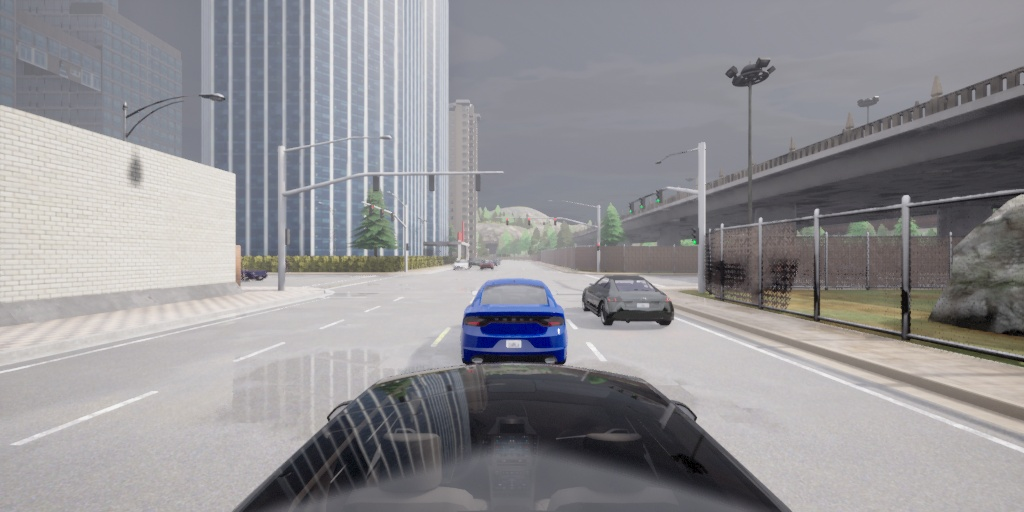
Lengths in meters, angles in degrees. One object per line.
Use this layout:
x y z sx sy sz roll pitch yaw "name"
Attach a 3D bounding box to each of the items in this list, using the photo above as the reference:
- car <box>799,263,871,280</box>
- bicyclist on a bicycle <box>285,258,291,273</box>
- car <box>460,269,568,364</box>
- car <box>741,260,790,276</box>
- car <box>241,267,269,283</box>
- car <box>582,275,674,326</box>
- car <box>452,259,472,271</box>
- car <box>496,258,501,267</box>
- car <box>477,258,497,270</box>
28.800 1.352 32.045 5.357 1.411 2.033 0 0 0 "car"
-25.301 1.105 40.213 0.582 1.620 1.656 0 0 0 "bicyclist on a bicycle"
0.053 1.228 8.090 1.882 1.535 5.008 0 0 1 "car"
25.107 1.158 35.535 4.553 1.767 2.097 0 0 0 "car"
-22.019 1.406 28.239 4.718 1.301 1.895 0 0 0 "car"
3.574 1.314 11.751 1.994 1.385 4.181 0 0 0 "car"
-7.088 1.275 50.058 1.812 1.442 4.674 0 0 0 "car"
-3.551 1.349 65.041 1.895 1.301 4.718 0 0 1 "car"
-3.586 1.350 51.935 1.895 1.301 4.718 0 0 0 "car"
